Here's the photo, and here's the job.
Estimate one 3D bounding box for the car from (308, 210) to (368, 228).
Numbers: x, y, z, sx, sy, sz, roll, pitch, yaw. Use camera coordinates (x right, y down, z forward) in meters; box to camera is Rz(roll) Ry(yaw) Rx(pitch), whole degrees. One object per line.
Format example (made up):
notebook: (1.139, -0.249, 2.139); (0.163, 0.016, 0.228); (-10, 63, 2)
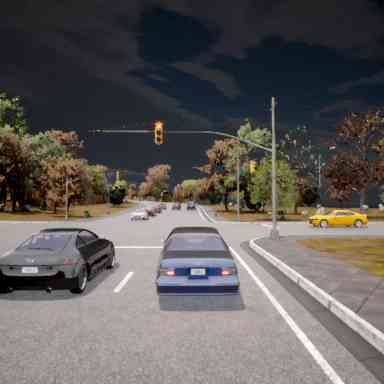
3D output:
car: (12.970, 2.368, 29.698); (5.008, 1.535, 1.882); (0, -3, -2)

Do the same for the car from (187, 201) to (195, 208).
car: (-0.307, 3.243, 88.032); (1.882, 1.535, 5.008); (0, 0, -4)

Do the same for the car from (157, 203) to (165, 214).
car: (-7.182, 3.539, 66.855); (2.033, 1.411, 5.357); (0, 0, 1)

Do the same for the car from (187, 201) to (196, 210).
car: (-0.187, 3.311, 77.853); (2.097, 1.767, 4.553); (0, 0, 0)

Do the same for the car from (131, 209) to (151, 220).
car: (-7.217, 3.146, 46.279); (1.812, 1.442, 4.674); (0, -2, 0)

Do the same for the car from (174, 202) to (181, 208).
car: (-3.830, 3.428, 88.290); (1.837, 1.490, 4.892); (0, 0, -4)

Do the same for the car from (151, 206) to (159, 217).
car: (-7.222, 3.482, 55.922); (1.895, 1.301, 4.718); (0, -1, 0)

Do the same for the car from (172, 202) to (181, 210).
car: (-3.689, 3.486, 78.314); (1.812, 1.442, 4.674); (0, 0, 0)

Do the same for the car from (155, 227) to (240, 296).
car: (0.070, 1.647, 8.971); (2.033, 1.411, 5.357); (0, -1, -1)

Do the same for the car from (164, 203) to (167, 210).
car: (-7.190, 3.307, 78.543); (2.097, 1.767, 4.553); (0, 0, 0)

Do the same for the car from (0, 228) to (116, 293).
car: (-3.443, 1.665, 9.081); (1.994, 1.385, 4.181); (0, -1, 0)
